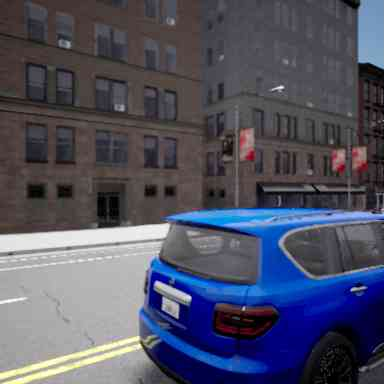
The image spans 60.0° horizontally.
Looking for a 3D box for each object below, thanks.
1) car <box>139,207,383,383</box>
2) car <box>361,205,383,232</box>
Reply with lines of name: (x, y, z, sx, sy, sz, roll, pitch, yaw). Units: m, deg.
car: (1.974, 1.238, 4.866, 5.566, 2.045, 2.150, 0, 0, -35)
car: (12.983, 1.595, 20.929, 4.902, 1.511, 2.128, 0, 0, -35)
